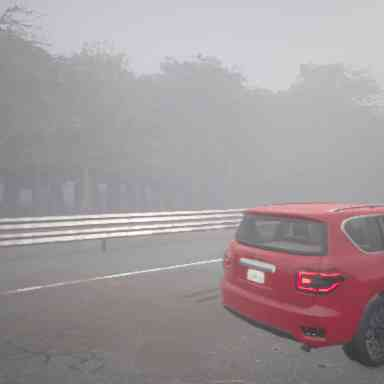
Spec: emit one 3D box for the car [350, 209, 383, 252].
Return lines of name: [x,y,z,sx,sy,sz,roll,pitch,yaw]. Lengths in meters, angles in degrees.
car: [8.969,1.494,14.120,4.892,1.490,1.837,0,0,-33]

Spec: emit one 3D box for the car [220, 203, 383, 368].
car: [3.061,1.216,5.961,5.566,2.045,2.150,0,0,-34]
